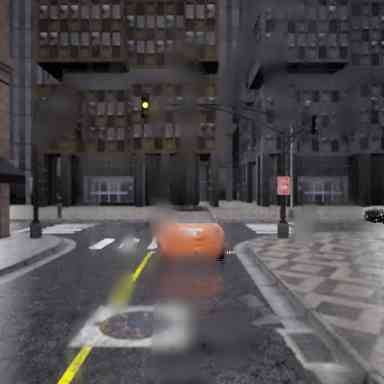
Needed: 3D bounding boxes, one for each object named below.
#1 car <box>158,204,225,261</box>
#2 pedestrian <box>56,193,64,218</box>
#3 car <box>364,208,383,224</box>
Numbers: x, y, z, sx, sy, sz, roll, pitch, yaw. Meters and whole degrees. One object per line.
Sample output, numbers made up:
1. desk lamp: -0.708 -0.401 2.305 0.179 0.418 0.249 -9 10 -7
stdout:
1. car: -0.131 1.275 12.142 2.097 1.767 4.553 0 0 -3
2. pedestrian: -9.832 0.995 24.676 0.375 1.860 0.375 0 0 1
3. car: 13.756 1.321 21.378 5.008 1.535 1.882 0 0 1
